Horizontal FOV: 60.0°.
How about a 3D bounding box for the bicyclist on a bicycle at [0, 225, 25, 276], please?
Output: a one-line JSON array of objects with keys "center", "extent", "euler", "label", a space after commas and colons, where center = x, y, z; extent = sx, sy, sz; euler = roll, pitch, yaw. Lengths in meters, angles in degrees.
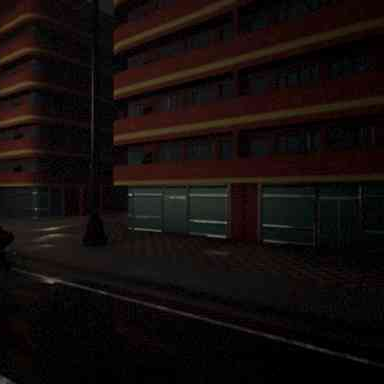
[{"center": [-5.033, 1.432, 8.412], "extent": [0.582, 1.620, 1.656], "euler": [0, 0, 35], "label": "bicyclist on a bicycle"}]
